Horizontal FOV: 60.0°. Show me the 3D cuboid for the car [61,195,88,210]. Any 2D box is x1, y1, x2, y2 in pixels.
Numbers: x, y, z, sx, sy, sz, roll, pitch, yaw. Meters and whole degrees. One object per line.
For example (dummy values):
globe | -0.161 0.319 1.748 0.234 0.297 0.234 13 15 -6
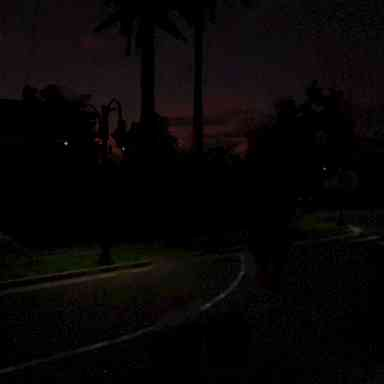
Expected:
car | -14.683 1.194 38.889 4.605 1.855 1.932 -1 0 -38
